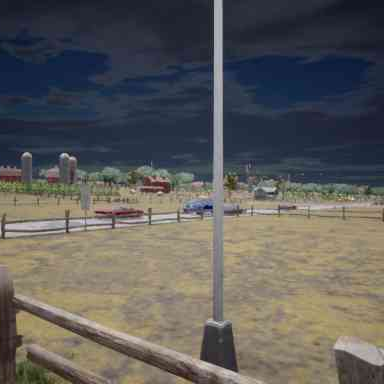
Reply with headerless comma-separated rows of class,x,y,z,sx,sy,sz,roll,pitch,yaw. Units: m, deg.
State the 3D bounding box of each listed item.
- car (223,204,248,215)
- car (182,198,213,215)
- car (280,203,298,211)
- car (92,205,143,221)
car,5.362,2.239,43.048,2.033,1.411,5.357,2,0,36
car,1.074,1.769,42.106,2.150,2.045,5.566,2,0,36
car,17.538,2.670,59.911,1.895,1.301,4.718,2,0,36
car,-6.892,1.917,31.098,1.895,1.301,4.718,2,0,36
